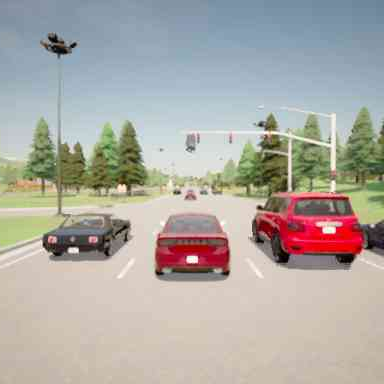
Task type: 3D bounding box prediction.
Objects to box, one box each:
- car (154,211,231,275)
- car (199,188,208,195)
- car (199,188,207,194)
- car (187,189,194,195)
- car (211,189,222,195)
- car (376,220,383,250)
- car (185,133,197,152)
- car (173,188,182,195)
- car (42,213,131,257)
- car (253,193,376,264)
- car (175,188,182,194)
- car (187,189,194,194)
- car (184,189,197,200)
[{"bbox_3d":[0.019,1.307,9.893,1.882,1.535,5.008,0,1,0],"label":"car"},{"bbox_3d":[3.127,0.061,85.529,1.812,1.442,4.674,0,1,0],"label":"car"},{"bbox_3d":[3.083,-0.268,95.528,2.128,1.511,4.902,0,1,0],"label":"car"},{"bbox_3d":[-0.371,0.022,85.096,1.882,1.535,5.008,0,1,0],"label":"car"},{"bbox_3d":[6.629,0.068,85.128,2.128,1.511,4.902,0,1,0],"label":"car"},{"bbox_3d":[7.020,1.371,10.213,2.033,1.411,5.357,0,1,0],"label":"car"},{"bbox_3d":[-0.314,-10.283,70.343,2.097,4.553,1.767,9,-30,-17],"label":"car"},{"bbox_3d":[-3.871,0.022,85.081,1.882,1.535,5.008,0,1,0],"label":"car"},{"bbox_3d":[-3.476,1.395,12.004,1.895,1.301,4.718,0,1,0],"label":"car"},{"bbox_3d":[3.520,1.028,11.186,2.150,2.045,5.566,0,1,0],"label":"car"},{"bbox_3d":[-3.917,-0.314,95.497,1.882,1.535,5.008,0,1,0],"label":"car"},{"bbox_3d":[-0.417,-0.198,95.544,1.895,1.301,4.718,0,1,0],"label":"car"},{"bbox_3d":[-0.237,0.598,54.489,1.812,1.442,4.674,0,1,0],"label":"car"}]
